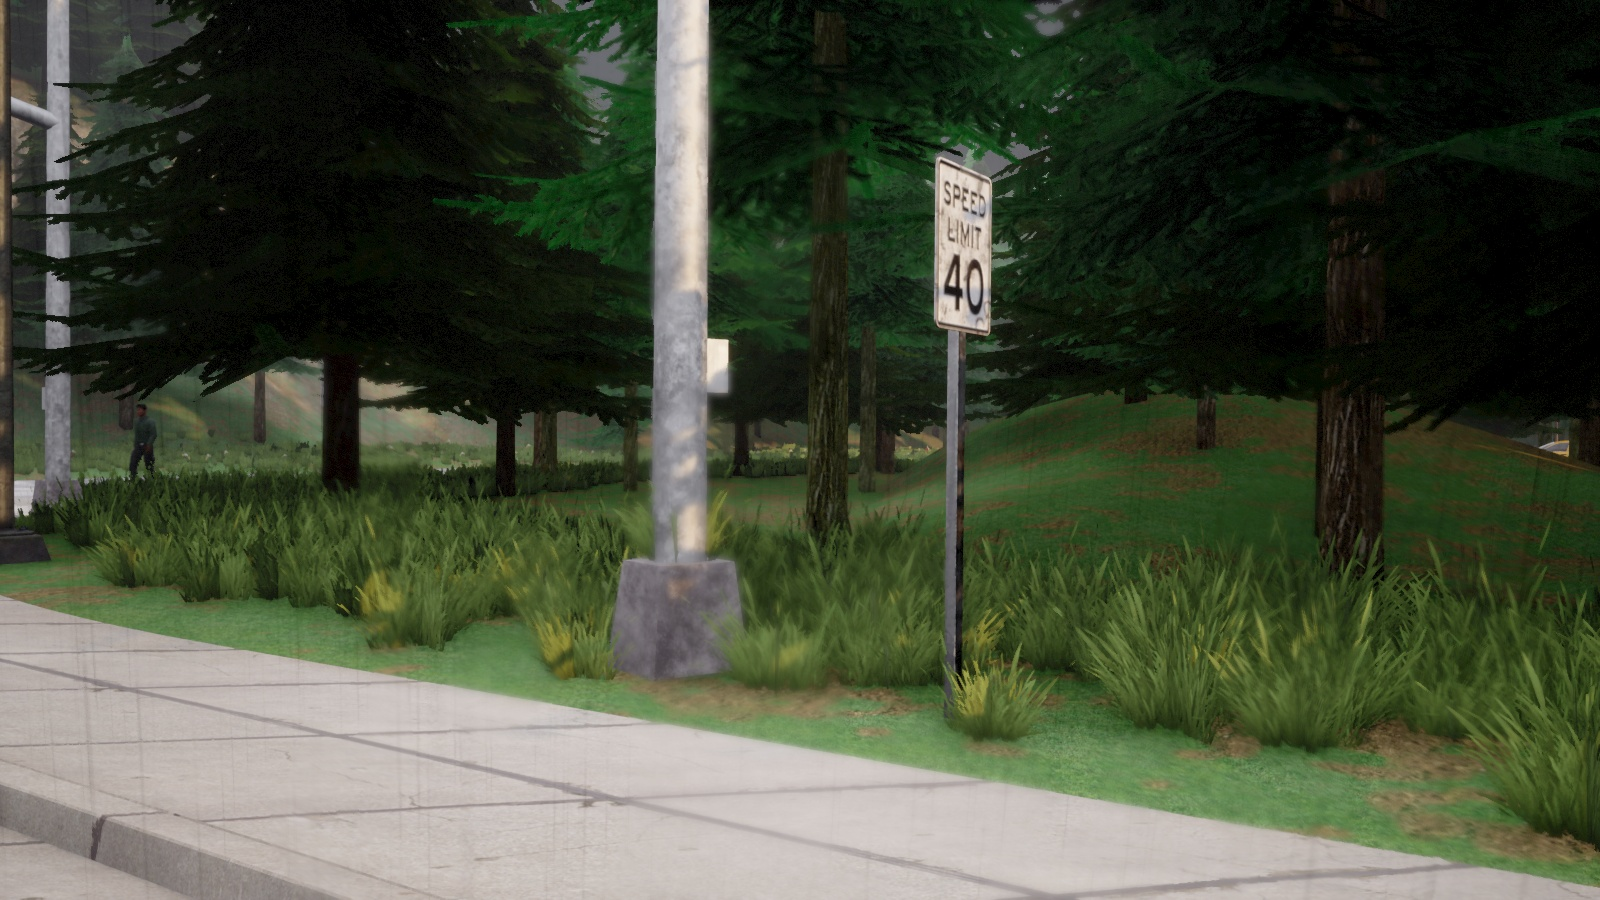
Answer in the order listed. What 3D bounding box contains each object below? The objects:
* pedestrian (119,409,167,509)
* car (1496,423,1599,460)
[{"bbox_3d":[-13.028,0.171,24.915,0.423,1.949,0.788,0,1,13],"label":"pedestrian"},{"bbox_3d":[33.110,-0.368,54.063,5.366,1.575,1.801,0,1,33],"label":"car"}]
